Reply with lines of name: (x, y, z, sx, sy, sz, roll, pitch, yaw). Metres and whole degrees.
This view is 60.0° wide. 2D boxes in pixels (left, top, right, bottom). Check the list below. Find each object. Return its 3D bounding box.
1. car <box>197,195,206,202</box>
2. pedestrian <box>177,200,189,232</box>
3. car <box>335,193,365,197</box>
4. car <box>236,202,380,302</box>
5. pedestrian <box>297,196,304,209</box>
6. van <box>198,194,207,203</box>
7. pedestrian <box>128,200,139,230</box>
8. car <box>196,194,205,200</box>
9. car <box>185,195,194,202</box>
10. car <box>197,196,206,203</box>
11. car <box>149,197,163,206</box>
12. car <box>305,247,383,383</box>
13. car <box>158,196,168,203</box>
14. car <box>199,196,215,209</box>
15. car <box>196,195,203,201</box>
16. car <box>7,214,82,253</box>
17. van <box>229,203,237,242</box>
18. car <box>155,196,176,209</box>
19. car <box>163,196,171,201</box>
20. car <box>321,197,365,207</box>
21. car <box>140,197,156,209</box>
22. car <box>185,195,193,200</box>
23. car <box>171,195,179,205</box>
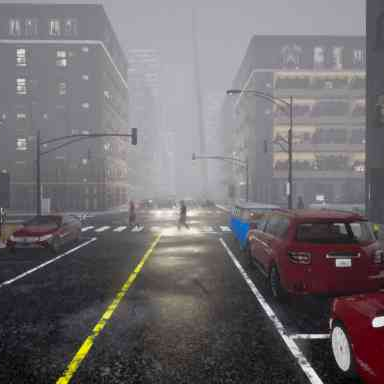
car: (2.255, 1.571, 51.625, 1.947, 1.339, 4.313, 0, 0, 0)
pedestrian: (-0.485, 1.292, 18.839, 0.375, 1.860, 0.375, 0, 0, 0)
car: (15.484, 1.031, 33.350, 5.009, 1.841, 2.192, -1, 1, -1)
car: (2.618, 1.314, 8.180, 2.192, 1.841, 5.009, 0, 0, 0)
pedestrian: (5.894, 1.140, 18.191, 0.375, 1.860, 0.375, 0, 0, 0)
van: (2.113, 1.356, 68.194, 1.690, 1.788, 3.998, 0, 0, 0)
pedestrian: (-3.480, 1.292, 19.417, 0.375, 1.860, 0.375, 0, 0, 0)
car: (2.161, 1.556, 62.671, 1.887, 1.381, 4.507, 0, 0, 0)
car: (-0.631, 1.536, 75.533, 1.812, 1.442, 4.674, 0, 0, 0)
car: (2.069, 1.585, 73.718, 1.947, 1.339, 4.313, 0, 0, 0)
car: (-6.173, 1.574, 57.090, 1.947, 1.339, 4.313, 0, 0, 0)
car: (2.667, 1.544, 2.652, 1.887, 1.381, 4.507, 0, 0, 0)
car: (-6.312, 1.563, 73.660, 1.887, 1.381, 4.507, 0, 0, 0)
car: (2.301, 1.585, 46.101, 1.802, 1.307, 4.206, 0, 0, 0)
car: (1.927, 1.557, 90.457, 1.752, 1.417, 4.829, 0, 0, 0)
car: (-5.807, 1.581, 13.639, 1.802, 1.307, 4.206, 0, 0, 0)
van: (2.572, 1.340, 13.708, 1.690, 1.788, 3.998, 0, 0, 0)
car: (-3.449, 1.603, 43.983, 1.895, 1.301, 4.718, 0, 0, -1)
car: (-6.405, 1.609, 84.706, 1.802, 1.307, 4.206, 0, 0, 0)
car: (13.373, 1.368, 30.739, 4.718, 1.301, 1.895, -1, 0, -1)
car: (-6.080, 1.569, 46.043, 1.947, 1.339, 4.313, 0, 0, 0)
car: (-0.715, 1.455, 85.569, 1.895, 1.301, 4.718, 0, 0, 0)
car: (-3.540, 1.571, 54.045, 1.994, 1.385, 4.181, 0, 0, -1)
